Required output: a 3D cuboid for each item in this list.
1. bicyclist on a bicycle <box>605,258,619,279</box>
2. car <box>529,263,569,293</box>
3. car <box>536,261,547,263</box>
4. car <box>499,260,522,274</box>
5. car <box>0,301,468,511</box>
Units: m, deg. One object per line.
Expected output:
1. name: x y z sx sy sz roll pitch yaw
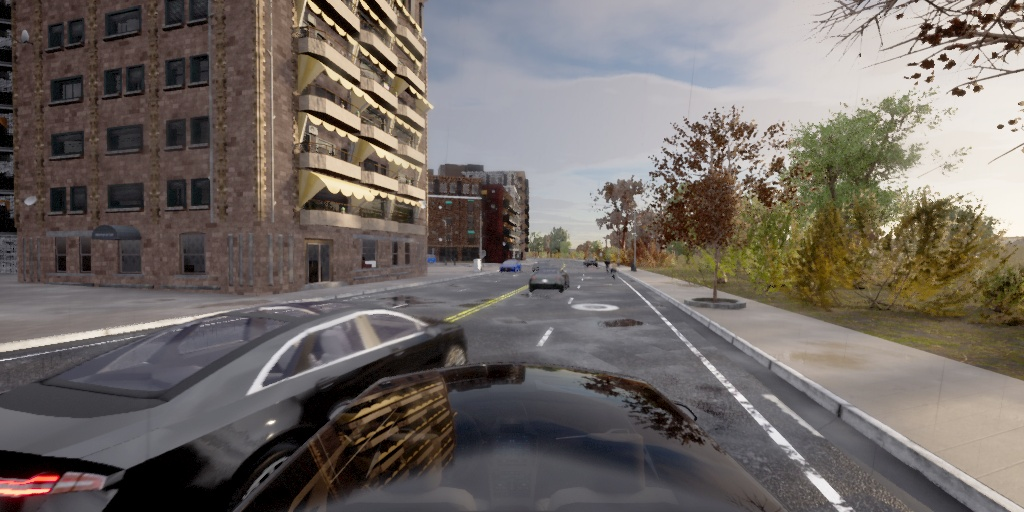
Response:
1. bicyclist on a bicycle: 8.409 1.178 29.678 0.866 1.612 1.509 0 0 12
2. car: 2.255 1.309 21.100 1.994 1.385 4.181 0 0 13
3. car: 3.586 1.304 43.084 1.994 1.385 4.181 0 0 12
4. car: -0.091 1.220 41.344 1.882 1.535 5.008 0 0 12
5. car: -2.048 1.241 3.922 2.128 1.511 4.902 0 0 15
